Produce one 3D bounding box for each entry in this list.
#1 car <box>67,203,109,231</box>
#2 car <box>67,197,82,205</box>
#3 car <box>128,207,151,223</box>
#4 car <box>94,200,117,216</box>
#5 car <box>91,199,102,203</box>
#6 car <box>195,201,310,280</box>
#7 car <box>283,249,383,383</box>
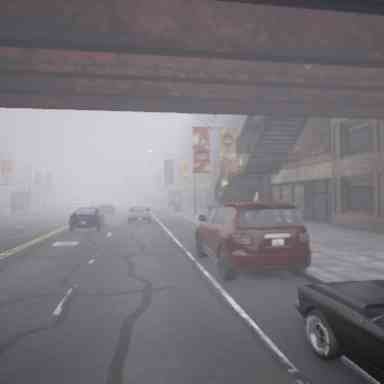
[{"bbox_3d":[-7.095,1.771,22.901,1.882,1.535,5.008,-1,-1,-10],"label":"car"},{"bbox_3d":[-20.901,1.988,59.188,2.150,2.045,5.566,0,-1,-19],"label":"car"},{"bbox_3d":[-4.586,1.925,29.009,1.895,1.301,4.718,-1,-1,-10],"label":"car"},{"bbox_3d":[-9.624,1.965,37.700,1.837,1.490,4.892,-1,-1,-10],"label":"car"},{"bbox_3d":[-17.536,2.303,60.120,2.033,1.411,5.357,0,-1,-18],"label":"car"},{"bbox_3d":[1.565,1.313,10.490,2.435,2.045,5.566,-1,-1,-10],"label":"car"},{"bbox_3d":[2.855,1.597,3.204,1.895,1.301,4.718,-1,-1,-10],"label":"car"}]
